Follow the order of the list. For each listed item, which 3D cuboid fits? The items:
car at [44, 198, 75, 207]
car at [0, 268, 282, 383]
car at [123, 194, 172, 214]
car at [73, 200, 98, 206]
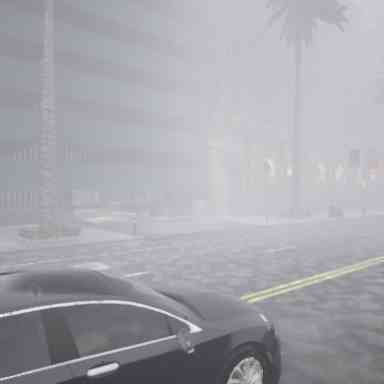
[{"bbox_3d":[-23.732,1.916,59.679,4.786,1.482,2.161,0,0,-38],"label":"car"},{"bbox_3d":[-1.202,1.534,3.152,4.892,1.490,1.837,0,0,-36],"label":"car"},{"bbox_3d":[-4.711,1.280,36.354,5.566,2.045,2.435,0,0,-38],"label":"car"},{"bbox_3d":[-16.852,1.870,50.330,4.718,1.301,1.895,0,0,-38],"label":"car"}]
